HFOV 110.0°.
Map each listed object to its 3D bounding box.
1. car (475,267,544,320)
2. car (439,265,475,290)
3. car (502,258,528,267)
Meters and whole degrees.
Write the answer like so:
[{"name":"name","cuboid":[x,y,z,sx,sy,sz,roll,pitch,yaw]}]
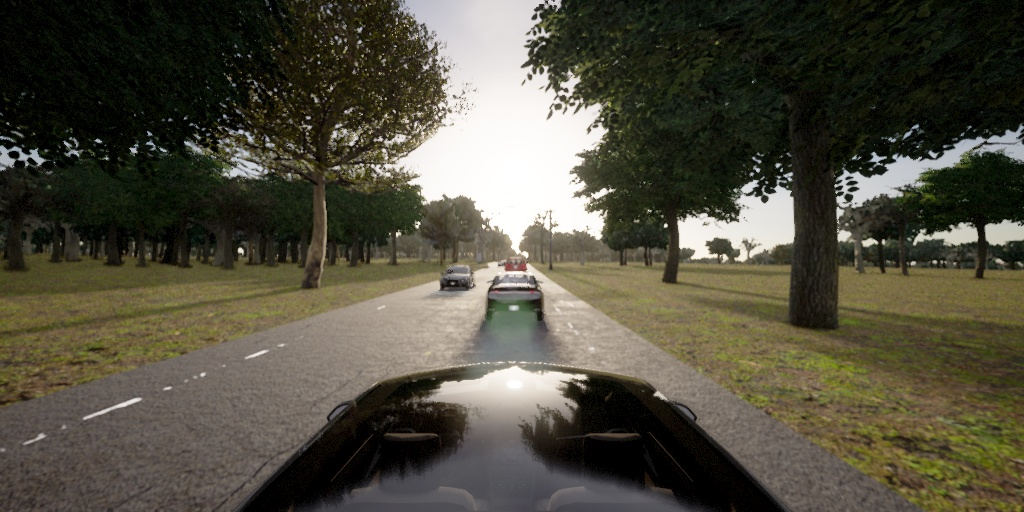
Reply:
[{"name":"car","cuboid":[0.102,1.306,12.876,2.128,1.511,4.902,0,0,1]},{"name":"car","cuboid":[-3.515,1.384,23.808,1.837,1.490,4.892,0,1,0]},{"name":"car","cuboid":[0.404,1.179,35.720,2.150,2.045,5.566,0,0,1]}]
